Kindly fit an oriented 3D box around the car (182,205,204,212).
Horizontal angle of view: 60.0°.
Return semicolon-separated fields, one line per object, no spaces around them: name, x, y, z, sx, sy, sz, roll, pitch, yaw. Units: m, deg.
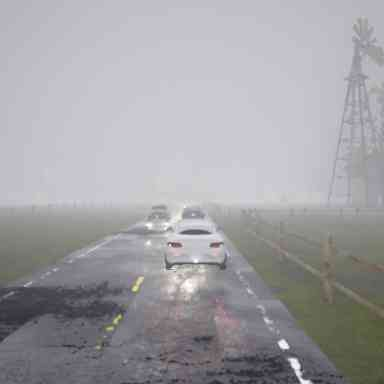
car;0.102;1.863;29.427;1.994;1.385;4.181;0;-1;0

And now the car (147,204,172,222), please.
car;-2.817;1.806;29.446;1.837;1.490;4.892;0;-1;0

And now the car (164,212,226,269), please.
car;0.100;1.644;11.423;1.812;1.442;4.674;0;-1;0
